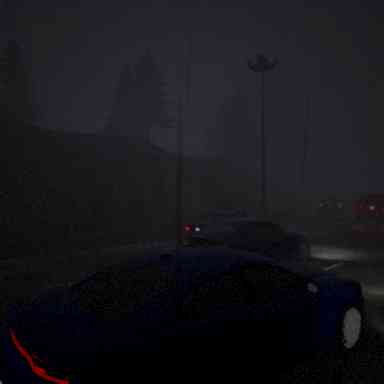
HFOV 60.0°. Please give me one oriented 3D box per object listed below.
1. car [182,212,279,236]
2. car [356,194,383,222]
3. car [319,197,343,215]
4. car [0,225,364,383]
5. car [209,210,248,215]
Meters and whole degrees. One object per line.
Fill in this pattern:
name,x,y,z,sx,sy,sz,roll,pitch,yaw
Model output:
car,1.792,1.523,10.201,4.674,1.442,1.812,0,0,-42
car,13.551,1.156,24.763,2.150,2.045,5.566,0,0,31
car,14.144,1.288,33.787,2.097,1.767,4.553,0,0,25
car,0.363,1.480,4.343,5.008,1.535,1.882,0,0,-38
car,1.953,1.546,15.122,2.033,1.411,5.357,0,0,44
